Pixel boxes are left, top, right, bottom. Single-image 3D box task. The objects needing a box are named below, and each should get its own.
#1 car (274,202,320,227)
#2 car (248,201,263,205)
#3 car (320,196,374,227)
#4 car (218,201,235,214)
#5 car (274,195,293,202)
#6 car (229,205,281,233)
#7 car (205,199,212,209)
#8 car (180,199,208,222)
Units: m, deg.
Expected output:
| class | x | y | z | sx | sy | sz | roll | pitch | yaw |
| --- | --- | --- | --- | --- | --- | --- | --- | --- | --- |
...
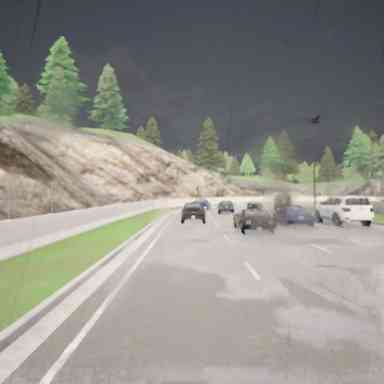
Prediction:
| class | x | y | z | sx | sy | sz | roll | pitch | yaw |
| --- | --- | --- | --- | --- | --- | --- | --- | --- | --- |
| car | 7.100 | 1.649 | 23.634 | 1.994 | 1.385 | 4.181 | 0 | 0 | 0 |
| car | 8.076 | 1.752 | 42.156 | 1.895 | 1.301 | 4.718 | 0 | 0 | 11 |
| car | 10.599 | 1.306 | 23.569 | 2.150 | 2.045 | 5.566 | 0 | 0 | 0 |
| car | 3.946 | 1.684 | 38.065 | 2.033 | 1.411 | 5.357 | 0 | 0 | 5 |
| car | 11.780 | 1.375 | 42.851 | 2.150 | 2.045 | 5.566 | 0 | 0 | 12 |
| car | 3.600 | 1.673 | 19.928 | 1.895 | 1.301 | 4.718 | 0 | 0 | 0 |
| car | 1.434 | 1.639 | 45.161 | 1.882 | 1.535 | 5.008 | 0 | 0 | 12 |
| car | 0.100 | 1.601 | 26.868 | 1.837 | 1.490 | 4.892 | 0 | 0 | 0 |
